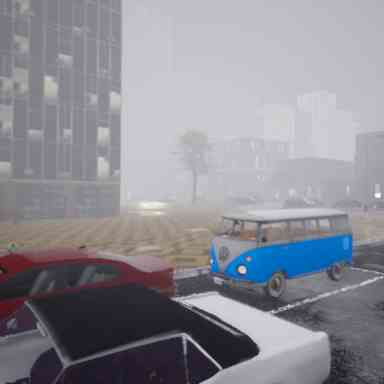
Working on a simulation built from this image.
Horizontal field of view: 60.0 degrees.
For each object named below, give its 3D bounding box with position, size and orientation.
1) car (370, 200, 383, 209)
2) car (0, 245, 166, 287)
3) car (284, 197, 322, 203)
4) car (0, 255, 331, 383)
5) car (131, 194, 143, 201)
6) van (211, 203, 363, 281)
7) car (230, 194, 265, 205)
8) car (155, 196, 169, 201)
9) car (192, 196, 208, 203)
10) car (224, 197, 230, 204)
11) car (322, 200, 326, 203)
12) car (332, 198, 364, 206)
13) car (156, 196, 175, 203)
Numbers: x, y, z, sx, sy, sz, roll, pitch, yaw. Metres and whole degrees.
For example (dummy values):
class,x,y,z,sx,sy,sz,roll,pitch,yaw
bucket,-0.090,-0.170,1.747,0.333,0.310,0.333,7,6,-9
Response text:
class,x,y,z,sx,sy,sz,roll,pitch,yaw
car,24.417,1.480,41.206,2.008,1.369,4.403,0,0,-35
car,-2.336,1.541,4.840,4.507,1.381,1.887,0,1,-35
car,13.591,1.319,41.664,1.967,1.590,4.097,0,0,-35
car,-1.043,1.598,2.635,4.718,1.301,1.895,0,0,-35
car,-14.751,1.683,82.803,1.947,1.339,4.313,0,0,-35
van,2.261,1.311,8.115,3.998,1.788,1.690,0,1,-35
car,8.788,1.466,53.409,1.837,1.490,4.892,1,0,-35
car,-7.961,1.722,87.717,1.752,1.417,4.829,0,0,-35
car,1.619,1.556,73.888,1.967,1.590,4.097,0,0,-35
car,7.982,1.504,64.793,1.967,1.590,4.097,0,0,-35
car,18.174,1.562,50.216,1.802,1.307,4.206,0,0,-35
car,21.295,1.521,45.712,1.947,1.339,4.313,0,0,-35
car,-5.172,1.562,68.974,1.752,1.417,4.829,0,0,-35
